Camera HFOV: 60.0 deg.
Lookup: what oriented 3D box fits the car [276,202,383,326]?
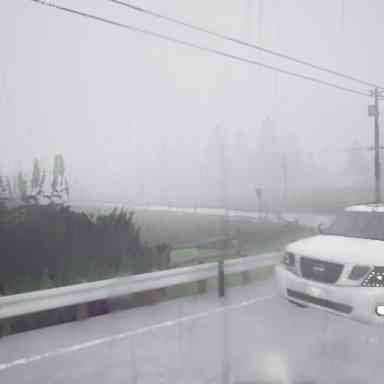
[{"bbox_3d":[4.180,1.260,6.940,5.566,2.045,2.150,1,0,-37],"label":"car"}]
